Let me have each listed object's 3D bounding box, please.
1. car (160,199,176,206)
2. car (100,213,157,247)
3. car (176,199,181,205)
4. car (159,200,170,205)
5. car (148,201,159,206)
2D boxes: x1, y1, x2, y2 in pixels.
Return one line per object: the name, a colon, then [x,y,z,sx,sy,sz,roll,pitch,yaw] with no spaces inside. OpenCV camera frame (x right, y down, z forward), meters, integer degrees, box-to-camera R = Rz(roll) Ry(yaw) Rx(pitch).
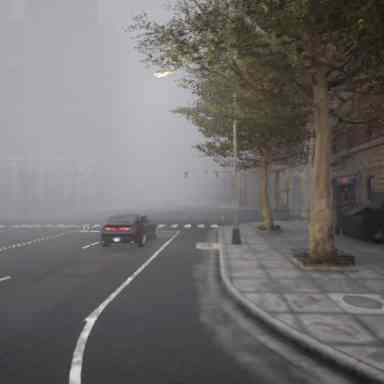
car: [-5.619,2.486,79.005,2.097,1.767,4.553,0,-1,4]
car: [-2.966,1.819,16.277,1.837,1.490,4.892,0,-2,4]
car: [-4.317,2.873,95.325,2.128,1.511,4.902,0,-1,5]
car: [-7.834,2.914,95.267,2.033,1.411,5.357,0,-1,5]
car: [-9.113,2.753,79.192,1.895,1.301,4.718,0,-1,4]
